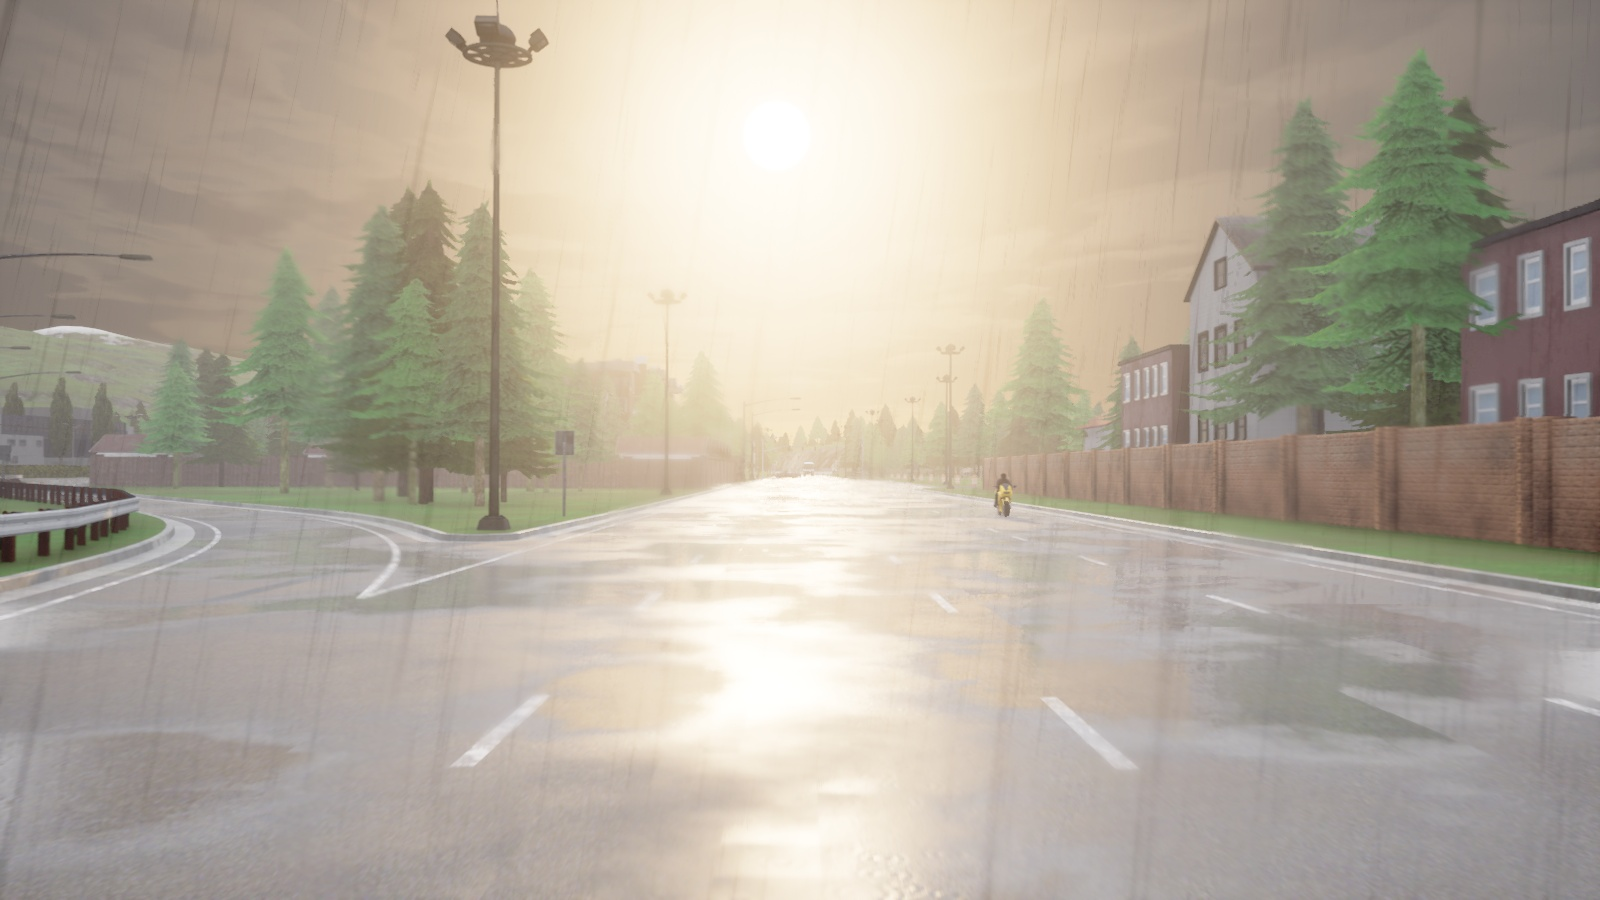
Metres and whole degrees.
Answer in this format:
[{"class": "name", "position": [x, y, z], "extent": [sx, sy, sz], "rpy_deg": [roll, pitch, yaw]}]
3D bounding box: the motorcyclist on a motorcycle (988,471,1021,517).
[{"class": "motorcyclist on a motorcycle", "position": [7.030, 1.491, 43.180], "extent": [0.797, 1.523, 2.044], "rpy_deg": [-1, -1, 0]}]
